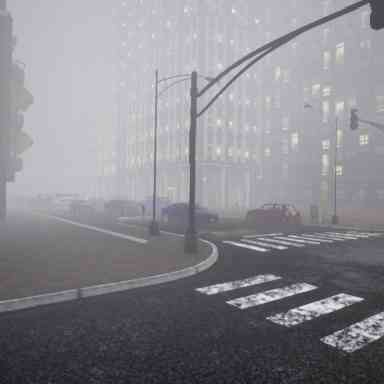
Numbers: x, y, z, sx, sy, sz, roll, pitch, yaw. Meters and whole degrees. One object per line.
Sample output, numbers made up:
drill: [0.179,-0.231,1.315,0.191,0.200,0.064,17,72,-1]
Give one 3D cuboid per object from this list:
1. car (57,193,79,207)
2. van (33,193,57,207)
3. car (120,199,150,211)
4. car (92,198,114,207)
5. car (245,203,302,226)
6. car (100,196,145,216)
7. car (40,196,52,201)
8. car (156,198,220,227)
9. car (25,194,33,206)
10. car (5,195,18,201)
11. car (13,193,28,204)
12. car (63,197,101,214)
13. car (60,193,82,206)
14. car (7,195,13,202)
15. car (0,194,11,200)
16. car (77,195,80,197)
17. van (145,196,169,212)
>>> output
car: [-18.260,1.134,47.870,2.150,2.045,5.566,1,-1,-35]
van: [-20.711,1.197,46.707,1.690,1.788,3.998,1,-1,-35]
car: [-7.343,1.584,42.343,2.008,1.369,4.403,1,-1,-35]
car: [-13.883,1.586,51.554,1.947,1.339,4.313,1,-1,-35]
car: [5.738,1.505,23.920,1.967,1.590,4.097,1,-1,-35]
car: [-6.623,1.437,31.331,1.837,1.490,4.892,1,-1,-35]
car: [-36.771,1.570,83.796,1.802,1.307,4.206,1,-1,-35]
car: [-0.205,1.425,22.285,1.882,1.535,5.008,1,-1,-36]
car: [-23.985,1.432,51.310,1.802,1.307,4.206,1,-1,-35]
car: [-40.332,1.377,74.341,2.008,1.369,4.403,1,-1,-35]
car: [-30.520,1.155,60.525,2.192,1.841,5.009,1,-1,-35]
car: [-10.906,1.427,32.887,2.008,1.369,4.403,1,-1,-35]
car: [-20.524,1.181,56.276,2.150,2.045,5.566,1,-1,-35]
car: [-37.063,1.396,69.735,1.947,1.339,4.313,1,-1,-35]
car: [-46.776,1.365,83.417,1.752,1.417,4.829,1,-1,-35]
car: [-14.464,1.519,47.811,2.033,1.411,5.357,1,-1,-35]
van: [-4.070,1.382,37.739,1.690,1.788,3.998,1,-1,-35]
